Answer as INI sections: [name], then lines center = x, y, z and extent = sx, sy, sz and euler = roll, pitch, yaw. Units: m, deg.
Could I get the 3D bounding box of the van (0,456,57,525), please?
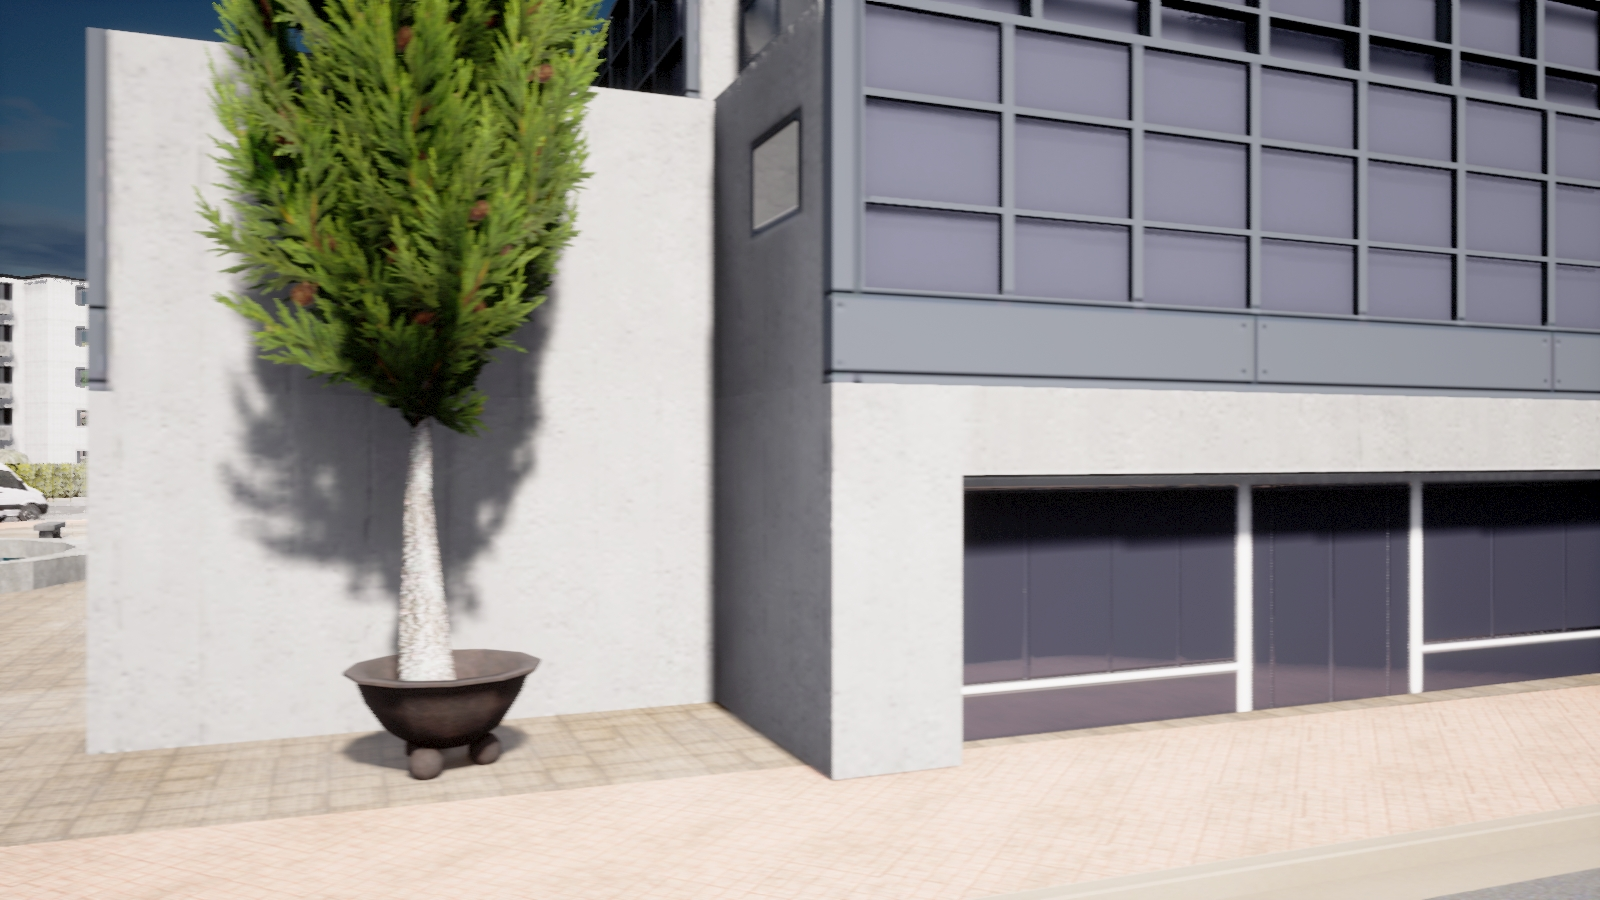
[van]
center = -31.338, 1.535, 42.724
extent = 1.988, 2.561, 5.915
euler = 0, 0, 21
